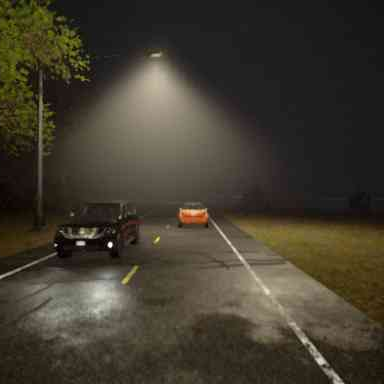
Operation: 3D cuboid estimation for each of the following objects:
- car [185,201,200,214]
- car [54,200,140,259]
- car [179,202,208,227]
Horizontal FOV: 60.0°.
[{"bbox_3d":[0.115,1.945,41.921,1.812,1.442,4.674,0,-1,0],"label":"car"},{"bbox_3d":[-3.541,1.358,13.575,2.150,2.045,5.566,0,-1,1],"label":"car"},{"bbox_3d":[0.104,1.601,25.093,2.097,1.767,4.553,0,-1,0],"label":"car"}]
